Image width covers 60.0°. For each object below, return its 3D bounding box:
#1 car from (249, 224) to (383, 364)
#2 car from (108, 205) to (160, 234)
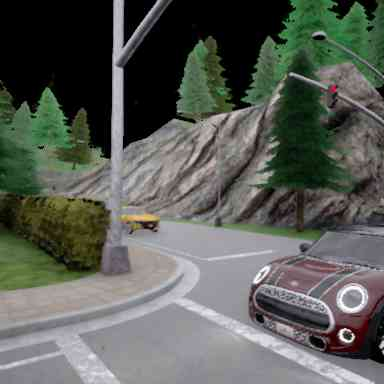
[{"bbox_3d":[3.183,1.430,6.107,4.553,1.767,2.097,1,-1,-35],"label":"car"},{"bbox_3d":[-3.794,1.612,20.420,1.882,1.535,5.008,1,-1,-37],"label":"car"}]
